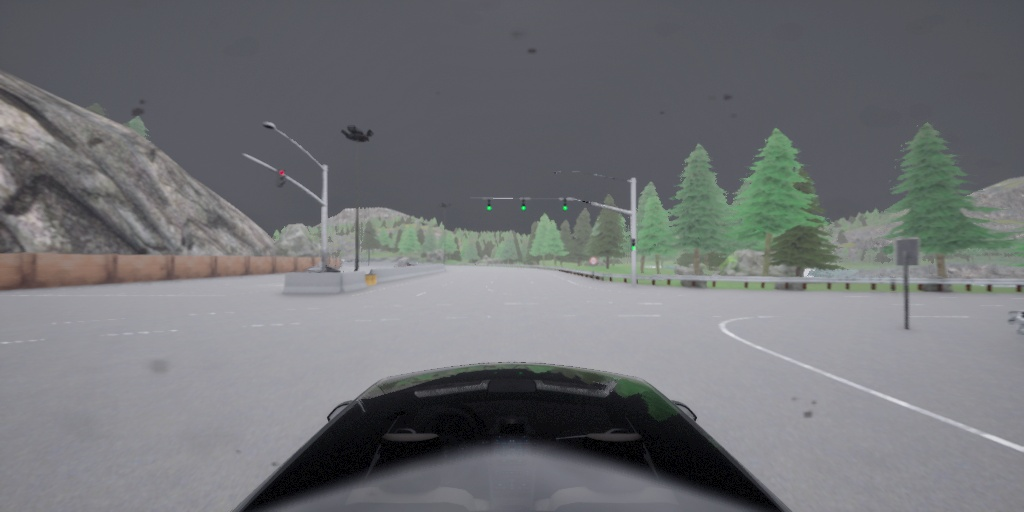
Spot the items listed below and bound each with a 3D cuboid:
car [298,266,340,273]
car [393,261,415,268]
[{"bbox_3d":[-17.495,1.605,32.472,1.882,1.535,5.008,0,0,0],"label":"car"},{"bbox_3d":[-17.568,1.665,57.629,2.097,1.767,4.553,0,-1,-2],"label":"car"}]
